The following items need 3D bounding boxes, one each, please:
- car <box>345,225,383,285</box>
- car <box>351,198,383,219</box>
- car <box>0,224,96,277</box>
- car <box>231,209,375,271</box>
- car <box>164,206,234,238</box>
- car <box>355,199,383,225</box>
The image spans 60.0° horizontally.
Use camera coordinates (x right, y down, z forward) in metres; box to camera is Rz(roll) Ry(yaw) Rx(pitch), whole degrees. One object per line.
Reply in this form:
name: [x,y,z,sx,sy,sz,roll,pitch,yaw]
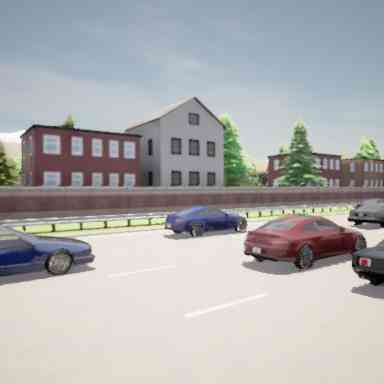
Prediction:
car: [5.921,1.529,7.964,4.718,1.301,1.895,-1,0,-35]
car: [15.249,1.308,27.513,4.674,1.442,1.812,-1,0,-36]
car: [-5.348,1.544,8.531,5.357,1.411,2.033,-1,0,-36]
car: [3.688,1.456,10.671,4.674,1.442,1.812,-1,0,-35]
car: [0.775,1.445,17.193,4.674,1.442,1.812,-1,0,-35]
car: [11.871,1.381,20.806,5.357,1.411,2.033,-1,0,-35]
